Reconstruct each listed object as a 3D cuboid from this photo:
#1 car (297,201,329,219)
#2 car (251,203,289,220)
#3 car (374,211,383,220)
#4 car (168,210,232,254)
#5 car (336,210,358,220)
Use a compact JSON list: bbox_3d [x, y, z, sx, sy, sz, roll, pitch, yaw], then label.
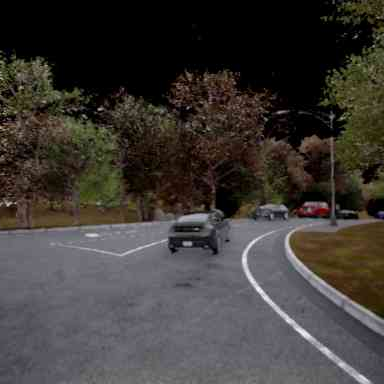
[{"bbox_3d":[14.315,2.079,39.075,2.150,2.045,5.566,-1,-4,40],"label":"car"},{"bbox_3d":[7.361,1.827,31.059,1.837,1.490,4.892,-1,-3,41],"label":"car"},{"bbox_3d":[29.556,3.693,51.190,1.882,1.535,5.008,-1,-5,41],"label":"car"},{"bbox_3d":[0.455,1.527,13.753,1.837,1.490,4.892,-2,-1,15],"label":"car"},{"bbox_3d":[22.854,3.350,48.833,2.033,1.411,5.357,-1,-5,41],"label":"car"}]
